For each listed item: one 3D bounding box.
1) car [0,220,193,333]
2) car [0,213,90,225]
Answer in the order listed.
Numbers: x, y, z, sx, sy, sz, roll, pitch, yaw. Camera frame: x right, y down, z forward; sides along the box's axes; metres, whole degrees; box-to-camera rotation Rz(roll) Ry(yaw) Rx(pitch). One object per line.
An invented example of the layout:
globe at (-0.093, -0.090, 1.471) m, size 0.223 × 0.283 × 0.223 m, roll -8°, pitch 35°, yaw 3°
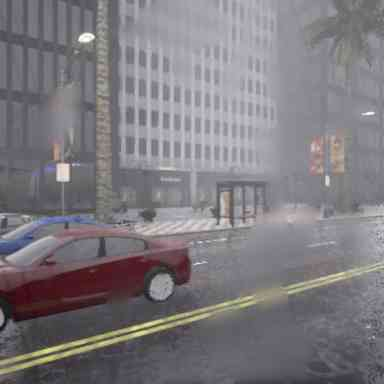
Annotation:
car at (-2.324, 1.482, 6.632) m, size 5.008 × 1.535 × 1.882 m, roll 0°, pitch 0°, yaw -36°
car at (-4.127, 1.485, 9.645) m, size 5.008 × 1.535 × 1.882 m, roll 0°, pitch 0°, yaw -36°
